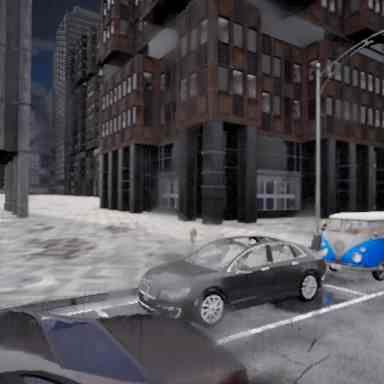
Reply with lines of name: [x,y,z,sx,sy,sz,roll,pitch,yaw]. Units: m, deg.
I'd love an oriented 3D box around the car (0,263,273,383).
car: [-2.028,1.565,1.771,5.357,1.411,2.033,1,-1,-33]

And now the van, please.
van: [5.640,1.507,10.110,3.998,1.788,1.690,1,-1,-33]

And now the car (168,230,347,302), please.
car: [1.018,1.655,7.077,4.403,1.369,2.008,1,-1,-33]
